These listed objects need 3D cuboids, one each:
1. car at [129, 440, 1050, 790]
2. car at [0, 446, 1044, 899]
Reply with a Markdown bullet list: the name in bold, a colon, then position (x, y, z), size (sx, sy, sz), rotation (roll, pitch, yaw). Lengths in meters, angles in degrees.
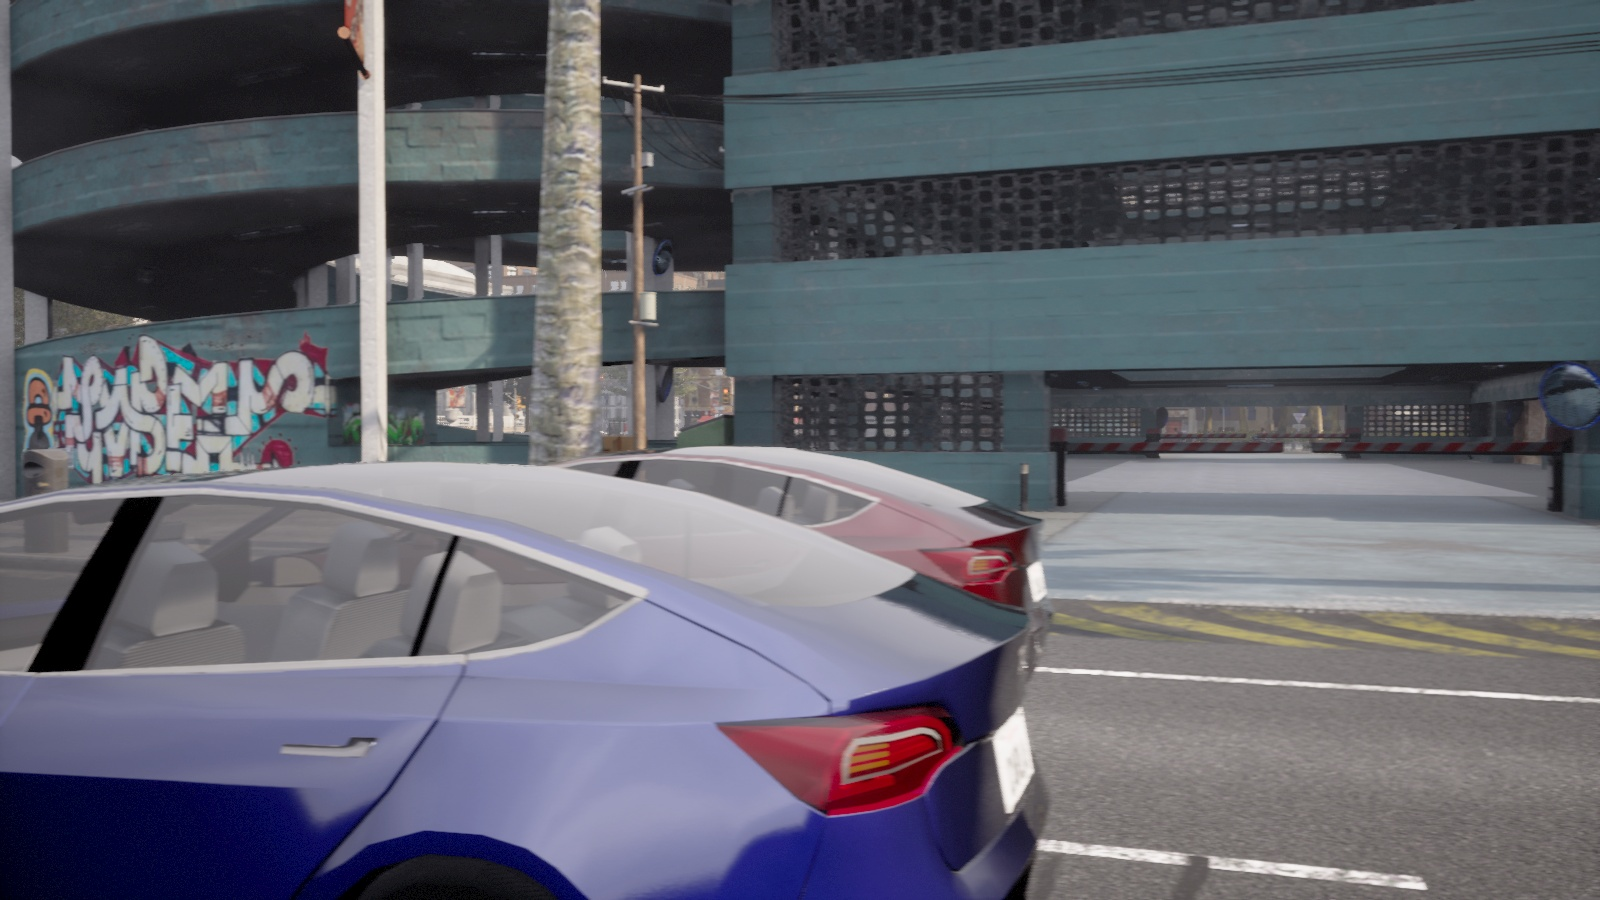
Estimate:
- **car**: position (-1.123, 0.706, 7.261), size (4.792, 1.488, 2.163), rotation (1, 1, 19)
- **car**: position (-1.831, 0.759, 3.807), size (4.792, 1.488, 2.163), rotation (1, 1, 19)
